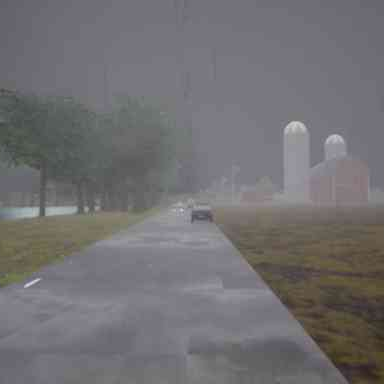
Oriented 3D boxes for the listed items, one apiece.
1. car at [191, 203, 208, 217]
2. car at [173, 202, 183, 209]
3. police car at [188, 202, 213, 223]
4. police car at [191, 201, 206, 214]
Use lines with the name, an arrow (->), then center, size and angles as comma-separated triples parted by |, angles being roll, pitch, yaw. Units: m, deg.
car -> 0.858, 2.101, 40.202 | 1.882, 1.535, 5.008 | 0, -1, 0
car -> -2.713, 2.653, 65.344 | 1.812, 1.442, 4.674 | 0, -1, 0
police car -> 0.850, 1.871, 30.315 | 1.930, 1.638, 5.238 | 0, -1, 0
police car -> 0.863, 2.162, 46.313 | 1.930, 1.638, 5.238 | 0, -1, 0
